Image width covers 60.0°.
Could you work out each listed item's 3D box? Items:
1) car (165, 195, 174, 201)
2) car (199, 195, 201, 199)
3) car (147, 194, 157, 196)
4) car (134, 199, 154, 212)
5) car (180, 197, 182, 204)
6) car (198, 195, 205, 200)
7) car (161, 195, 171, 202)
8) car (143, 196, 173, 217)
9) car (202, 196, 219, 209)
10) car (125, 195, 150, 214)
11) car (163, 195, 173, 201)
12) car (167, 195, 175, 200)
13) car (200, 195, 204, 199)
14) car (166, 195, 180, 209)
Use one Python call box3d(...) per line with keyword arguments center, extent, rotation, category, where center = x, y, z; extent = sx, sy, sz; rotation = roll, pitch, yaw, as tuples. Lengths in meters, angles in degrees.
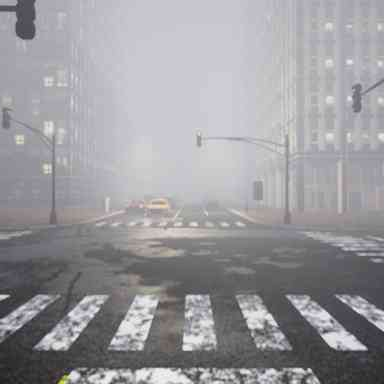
box3d(center=(-5.611, 1.462, 84.377), extent=(1.887, 1.381, 4.507), rotation=(1, 0, 0), category="car")
box3d(center=(2.752, 1.504, 62.140), extent=(1.947, 1.339, 4.313), rotation=(1, 0, 0), category="car")
box3d(center=(-5.637, 1.270, 45.351), extent=(2.192, 1.841, 5.009), rotation=(1, 0, 0), category="car")
box3d(center=(-5.646, 1.542, 39.776), extent=(1.802, 1.307, 4.206), rotation=(1, 0, 0), category="car")
box3d(center=(-2.982, 1.290, 62.089), extent=(2.097, 1.767, 4.553), rotation=(0, 0, 1), category="car")
box3d(center=(2.778, 1.452, 95.603), extent=(1.887, 1.381, 4.507), rotation=(1, 0, 0), category="car")
box3d(center=(-5.619, 1.473, 73.227), extent=(1.887, 1.381, 4.507), rotation=(1, 0, 0), category="car")
box3d(center=(-3.069, 1.446, 31.107), extent=(1.882, 1.535, 5.008), rotation=(0, 0, 0), category="car")
box3d(center=(2.738, 1.537, 45.407), extent=(1.802, 1.307, 4.206), rotation=(1, 0, 0), category="car")
box3d(center=(-5.648, 1.406, 34.201), extent=(1.967, 1.590, 4.097), rotation=(1, 0, 0), category="car")
box3d(center=(-5.615, 1.473, 78.802), extent=(2.008, 1.369, 4.403), rotation=(1, 0, 0), category="car")
box3d(center=(-5.607, 1.463, 89.953), extent=(2.008, 1.369, 4.403), rotation=(1, 0, 0), category="car")
box3d(center=(2.749, 1.469, 56.732), extent=(1.752, 1.417, 4.829), rotation=(1, 0, 0), category="car")
box3d(center=(-3.049, 1.433, 44.245), extent=(1.882, 1.535, 5.008), rotation=(0, 0, 0), category="car")
